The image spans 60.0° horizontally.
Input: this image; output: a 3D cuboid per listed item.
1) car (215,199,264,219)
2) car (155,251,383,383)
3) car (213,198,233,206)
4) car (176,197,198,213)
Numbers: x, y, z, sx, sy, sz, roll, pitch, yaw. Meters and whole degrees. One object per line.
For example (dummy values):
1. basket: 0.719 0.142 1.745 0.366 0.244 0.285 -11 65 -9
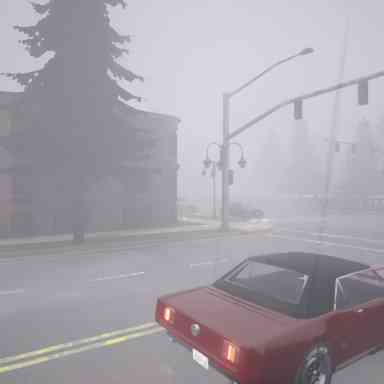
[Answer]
1. car: 4.275 1.564 29.074 1.994 1.385 4.181 0 0 -33
2. car: 1.941 1.601 5.014 4.718 1.301 1.895 0 0 -34
3. car: 4.900 1.525 47.555 1.812 1.442 4.674 0 0 -33
4. car: -1.288 1.352 37.556 2.097 1.767 4.553 0 0 -33
